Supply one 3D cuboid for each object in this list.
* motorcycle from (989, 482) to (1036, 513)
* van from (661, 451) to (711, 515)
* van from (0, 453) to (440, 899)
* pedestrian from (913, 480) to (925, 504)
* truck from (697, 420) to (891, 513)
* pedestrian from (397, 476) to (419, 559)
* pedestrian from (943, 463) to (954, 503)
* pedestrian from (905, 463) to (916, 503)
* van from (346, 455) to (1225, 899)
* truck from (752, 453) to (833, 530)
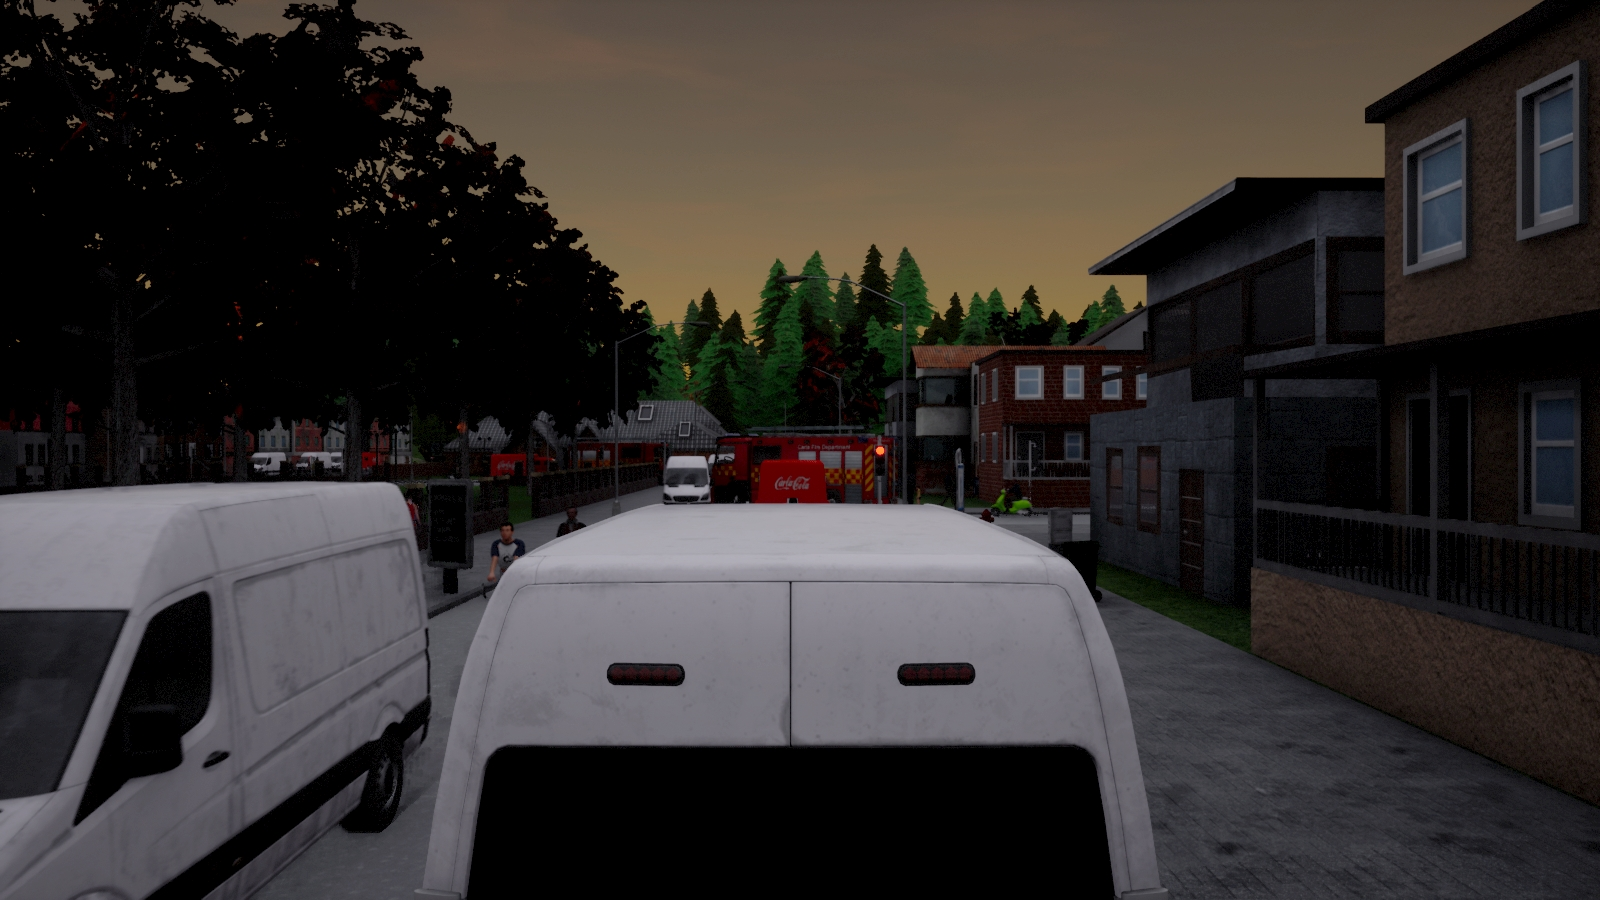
[{"bbox_3d":[8.837,1.962,47.538,1.805,1.236,0.856,0,0,0],"label":"motorcycle"},{"bbox_3d":[-4.787,1.315,48.473,1.988,2.561,5.915,0,0,-5],"label":"van"},{"bbox_3d":[-4.029,1.314,6.746,1.988,2.561,5.915,0,0,0],"label":"van"},{"bbox_3d":[5.375,1.896,51.775,0.500,1.100,0.500,0,0,11],"label":"pedestrian"},{"bbox_3d":[-0.369,0.670,50.531,8.468,3.827,2.891,0,0,36],"label":"truck"},{"bbox_3d":[-8.870,1.525,25.852,0.375,1.860,0.375,0,0,-2],"label":"pedestrian"},{"bbox_3d":[6.858,1.517,52.727,0.375,1.860,0.375,0,0,30],"label":"pedestrian"},{"bbox_3d":[5.085,1.516,52.590,0.375,1.860,0.375,0,0,-27],"label":"pedestrian"},{"bbox_3d":[-0.041,1.314,5.541,1.988,2.561,5.915,0,0,0],"label":"van"},{"bbox_3d":[-0.258,1.348,39.562,2.627,2.467,5.204,0,0,0],"label":"truck"}]
